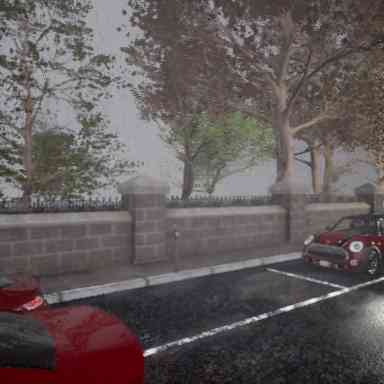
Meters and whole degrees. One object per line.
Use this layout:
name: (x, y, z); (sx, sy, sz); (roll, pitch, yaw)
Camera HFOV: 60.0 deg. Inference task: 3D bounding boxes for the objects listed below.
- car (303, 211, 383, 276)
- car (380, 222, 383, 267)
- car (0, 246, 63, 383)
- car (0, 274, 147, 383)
car: (5.277, 1.445, 10.323); (4.097, 1.590, 1.967); (0, 0, -36)
car: (6.886, 1.511, 8.263); (4.892, 1.490, 1.837); (0, 0, -35)
car: (-3.895, 1.582, 3.781); (4.206, 1.307, 1.802); (0, 0, -36)
car: (-2.596, 1.478, 1.522); (5.008, 1.535, 1.882); (0, 0, -35)
